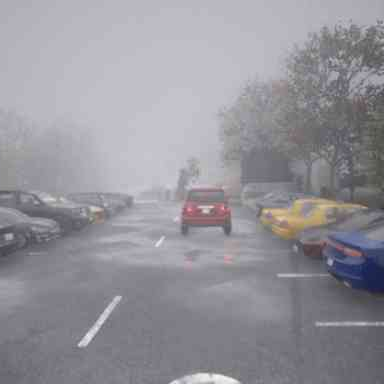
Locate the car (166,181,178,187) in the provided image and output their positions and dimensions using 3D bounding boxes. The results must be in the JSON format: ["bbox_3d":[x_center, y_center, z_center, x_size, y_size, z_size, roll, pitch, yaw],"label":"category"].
[{"bbox_3d":[-5.946,-0.629,61.861,5.566,2.045,2.435,-1,3,2],"label":"car"}]

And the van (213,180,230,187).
[{"bbox_3d":[8.106,-2.309,91.766,4.442,1.987,1.878,-1,3,2],"label":"van"}]

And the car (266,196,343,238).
[{"bbox_3d":[5.698,1.073,12.170,5.366,1.575,1.946,-1,2,2],"label":"car"}]

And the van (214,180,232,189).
[{"bbox_3d":[7.805,-1.938,83.453,4.442,1.987,1.878,-1,3,2],"label":"van"}]

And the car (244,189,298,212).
[{"bbox_3d":[5.840,0.783,20.666,4.674,1.452,2.002,-1,3,2],"label":"car"}]

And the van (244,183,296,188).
[{"bbox_3d":[5.913,0.273,26.108,4.442,1.987,1.878,-2,2,2],"label":"van"}]

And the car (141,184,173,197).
[{"bbox_3d":[-6.204,-0.054,56.337,4.792,1.488,2.163,-1,3,2],"label":"car"}]

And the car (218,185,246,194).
[{"bbox_3d":[6.967,-0.405,58.606,4.792,1.488,2.163,-1,3,2],"label":"car"}]

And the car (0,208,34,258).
[{"bbox_3d":[-7.692,1.406,9.853,4.792,1.488,2.163,-1,2,2],"label":"car"}]

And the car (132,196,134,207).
[{"bbox_3d":[-7.057,0.734,26.539,4.792,1.488,2.163,-1,3,2],"label":"car"}]

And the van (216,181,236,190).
[{"bbox_3d":[7.728,-1.545,75.296,4.442,1.987,1.878,-1,3,2],"label":"van"}]

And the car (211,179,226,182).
[{"bbox_3d":[7.430,-1.272,69.646,5.566,2.045,2.435,-1,3,2],"label":"car"}]

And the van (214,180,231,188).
[{"bbox_3d":[8.236,-2.190,88.991,4.442,1.987,1.878,-1,3,2],"label":"van"}]

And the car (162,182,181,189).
[{"bbox_3d":[-5.119,-1.639,84.026,4.553,1.767,2.185,-1,3,2],"label":"car"}]

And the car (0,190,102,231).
[{"bbox_3d":[-7.427,0.934,15.402,5.566,2.045,2.435,-1,2,2],"label":"car"}]

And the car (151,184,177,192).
[{"bbox_3d":[-5.848,-0.818,70.193,5.366,1.575,1.946,-1,3,2],"label":"car"}]

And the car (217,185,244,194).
[{"bbox_3d":[7.096,-0.542,61.370,4.674,1.452,2.002,-1,3,2],"label":"car"}]

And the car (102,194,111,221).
[{"bbox_3d":[-7.351,1.075,18.202,5.008,1.535,2.097,-1,2,2],"label":"car"}]

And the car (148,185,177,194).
[{"bbox_3d":[-5.682,-0.530,64.639,5.366,1.575,1.946,-1,3,2],"label":"car"}]

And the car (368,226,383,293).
[{"bbox_3d":[5.193,1.312,3.950,5.008,1.535,2.097,-1,1,2],"label":"car"}]

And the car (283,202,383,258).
[{"bbox_3d":[5.383,1.195,9.527,4.792,1.488,2.163,-1,2,2],"label":"car"}]

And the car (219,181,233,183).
[{"bbox_3d":[6.927,-0.421,55.956,4.553,1.767,2.185,-1,3,2],"label":"car"}]

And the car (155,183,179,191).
[{"bbox_3d":[-5.638,-1.115,75.855,5.366,1.575,1.946,-1,3,2],"label":"car"}]

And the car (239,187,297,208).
[{"bbox_3d":[5.945,0.657,23.446,4.674,1.452,2.002,-1,3,2],"label":"car"}]

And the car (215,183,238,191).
[{"bbox_3d":[7.480,-1.137,72.426,4.792,1.488,2.163,-1,3,2],"label":"car"}]

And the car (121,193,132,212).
[{"bbox_3d":[-7.104,0.860,23.758,4.792,1.488,2.163,-1,3,2],"label":"car"}]

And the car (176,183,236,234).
[{"bbox_3d":[0.682,0.761,16.023,2.150,2.045,5.566,-1,2,3],"label":"car"}]

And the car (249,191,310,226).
[{"bbox_3d":[5.755,0.897,17.757,4.792,1.488,2.163,-1,2,2],"label":"car"}]

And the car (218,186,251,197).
[{"bbox_3d":[6.790,-0.149,53.198,5.008,1.535,2.097,-1,3,2],"label":"car"}]

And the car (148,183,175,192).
[{"bbox_3d":[-6.068,-0.231,59.105,5.008,1.535,2.097,-1,3,2],"label":"car"}]

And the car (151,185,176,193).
[{"bbox_3d":[-5.759,-0.670,67.417,4.892,1.521,2.231,-1,3,2],"label":"car"}]

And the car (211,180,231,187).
[{"bbox_3d":[8.297,-2.458,94.526,5.566,2.045,2.435,-1,3,2],"label":"car"}]

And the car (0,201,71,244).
[{"bbox_3d":[-7.564,1.287,12.627,4.892,1.521,2.231,-1,2,2],"label":"car"}]

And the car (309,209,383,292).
[{"bbox_3d":[5.300,1.242,6.737,5.008,1.535,2.097,-1,2,2],"label":"car"}]

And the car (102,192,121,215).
[{"bbox_3d":[-7.211,0.831,20.970,4.553,1.767,2.185,-1,2,2],"label":"car"}]
